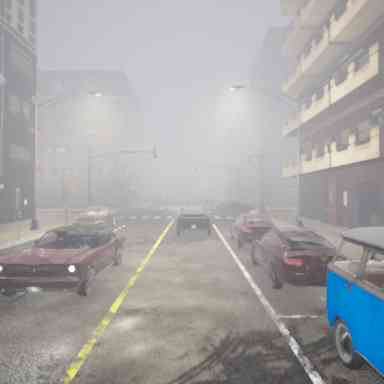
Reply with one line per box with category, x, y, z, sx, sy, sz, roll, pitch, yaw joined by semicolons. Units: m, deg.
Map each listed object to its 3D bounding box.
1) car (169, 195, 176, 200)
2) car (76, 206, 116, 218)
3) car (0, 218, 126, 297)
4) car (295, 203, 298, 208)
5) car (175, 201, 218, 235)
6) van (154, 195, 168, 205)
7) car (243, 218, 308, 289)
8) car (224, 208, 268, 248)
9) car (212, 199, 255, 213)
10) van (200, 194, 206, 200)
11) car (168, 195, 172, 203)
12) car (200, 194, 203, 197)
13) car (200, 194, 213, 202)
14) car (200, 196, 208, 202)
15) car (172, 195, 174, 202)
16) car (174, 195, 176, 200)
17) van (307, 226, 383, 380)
car;-5.386;1.584;92.277;1.887;1.381;4.507;1;0;0
car;-5.789;1.562;20.215;2.008;1.369;4.403;1;0;0
car;-3.097;1.606;8.730;1.895;1.301;4.718;0;0;0
car;15.507;1.532;42.393;4.507;1.381;1.887;0;-1;1
car;0.084;1.502;18.901;2.128;1.511;4.902;0;0;0
van;-5.641;1.369;58.261;1.690;1.788;3.998;1;0;0
car;2.660;1.587;8.814;1.802;1.307;4.206;1;0;0
car;2.654;1.590;14.485;1.802;1.307;4.206;1;0;0
car;4.712;1.500;35.368;4.181;1.385;1.994;0;-1;-35
van;2.997;1.380;92.206;1.690;1.788;3.998;1;0;0
car;-5.539;1.596;63.924;1.947;1.339;4.313;1;0;0
car;2.902;1.583;75.196;2.008;1.369;4.403;1;0;0
car;2.909;1.577;56.608;2.008;1.369;4.403;1;0;0
car;2.933;1.616;80.866;1.802;1.307;4.206;1;0;0
car;-5.506;1.472;69.594;1.967;1.590;4.097;1;0;0
car;-5.447;1.602;80.936;1.947;1.339;4.313;1;0;0
van;2.669;1.343;3.143;1.690;1.788;3.998;1;0;0
